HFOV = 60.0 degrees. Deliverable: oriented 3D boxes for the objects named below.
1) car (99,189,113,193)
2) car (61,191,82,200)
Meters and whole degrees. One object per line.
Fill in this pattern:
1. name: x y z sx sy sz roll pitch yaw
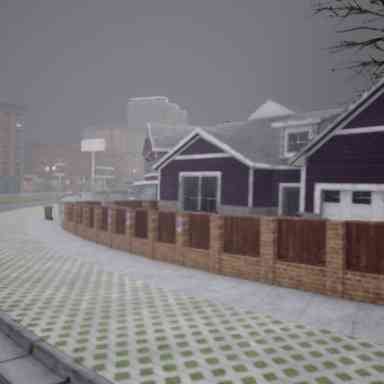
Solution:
1. car: -17.432 0.129 69.099 1.837 1.490 4.892 2 3 18
2. car: -19.988 0.564 55.473 1.882 1.535 5.008 2 2 7
